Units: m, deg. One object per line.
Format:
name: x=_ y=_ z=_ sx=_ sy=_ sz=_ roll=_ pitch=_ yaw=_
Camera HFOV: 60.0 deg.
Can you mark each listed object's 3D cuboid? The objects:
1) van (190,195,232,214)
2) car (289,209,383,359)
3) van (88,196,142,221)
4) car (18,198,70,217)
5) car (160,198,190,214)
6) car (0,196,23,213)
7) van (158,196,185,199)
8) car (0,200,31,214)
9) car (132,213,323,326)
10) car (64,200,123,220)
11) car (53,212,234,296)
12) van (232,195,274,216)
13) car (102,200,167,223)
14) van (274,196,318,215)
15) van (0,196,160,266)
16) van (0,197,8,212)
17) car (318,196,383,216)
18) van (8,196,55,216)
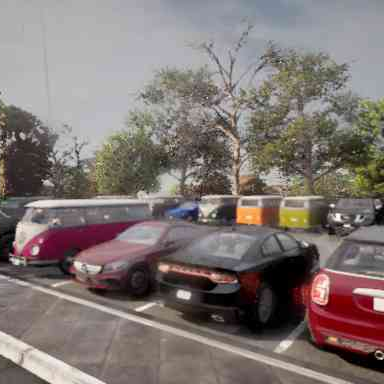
van: x=2.096 y=1.217 z=22.672 sx=1.878 sy=1.987 sz=4.442 roll=0 pitch=0 yaw=36
car: x=3.549 y=1.363 z=5.653 sx=2.185 sy=1.767 sz=4.553 roll=0 pitch=0 yaw=36
van: x=-6.656 y=1.334 z=29.224 sx=1.878 sy=1.987 sz=4.442 roll=-1 pitch=0 yaw=36
car: x=-15.752 y=1.569 z=35.552 sx=2.185 sy=1.767 sz=4.553 roll=-1 pitch=0 yaw=36
car: x=0.038 y=1.459 z=24.295 sx=2.097 sy=1.535 sz=5.008 roll=-1 pitch=0 yaw=36
car: x=-24.726 y=1.585 z=42.047 sx=2.435 sy=2.045 sz=5.566 roll=-1 pitch=-1 yaw=36
van: x=-2.288 y=1.267 z=25.810 sx=1.878 sy=1.987 sz=4.442 roll=-1 pitch=0 yaw=36
car: x=-22.596 y=1.794 z=40.261 sx=1.946 sy=1.575 sz=5.366 roll=-1 pitch=-1 yaw=36
car: x=1.306 y=1.477 z=7.290 sx=2.097 sy=1.535 sz=5.008 roll=0 pitch=0 yaw=36
car: x=-8.978 y=1.595 z=30.735 sx=2.231 sy=1.521 sz=4.892 roll=-1 pitch=0 yaw=36
car: x=-0.947 y=1.506 z=8.912 sx=2.002 sy=1.452 sz=4.674 roll=0 pitch=0 yaw=36
van: x=4.593 y=1.228 z=21.172 sx=1.878 sy=1.987 sz=4.442 roll=0 pitch=0 yaw=36
car: x=-4.576 y=1.523 z=27.364 sx=1.946 sy=1.575 sz=5.366 roll=-1 pitch=0 yaw=36
van: x=6.744 y=1.239 z=19.633 sx=1.878 sy=1.987 sz=4.442 roll=0 pitch=0 yaw=36
van: x=-3.273 y=1.229 z=10.430 sx=1.878 sy=1.987 sz=4.442 roll=0 pitch=0 yaw=36
van: x=-27.025 y=1.662 z=43.803 sx=1.878 sy=1.987 sz=4.442 roll=-1 pitch=-1 yaw=36
car: x=8.912 y=1.224 z=17.902 sx=2.435 sy=2.045 sz=5.566 roll=0 pitch=0 yaw=36
van: x=-17.919 y=1.502 z=37.285 sx=1.878 sy=1.987 sz=4.442 roll=-1 pitch=0 yaw=36
